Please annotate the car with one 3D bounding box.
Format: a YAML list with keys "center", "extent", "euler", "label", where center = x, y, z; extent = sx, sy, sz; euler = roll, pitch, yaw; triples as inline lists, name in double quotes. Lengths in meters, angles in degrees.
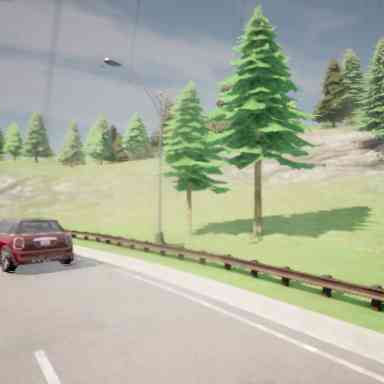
- center: [-6.214, 1.695, 12.228]
  extent: [2.097, 1.767, 4.553]
  euler: [2, -3, -45]
  label: "car"
